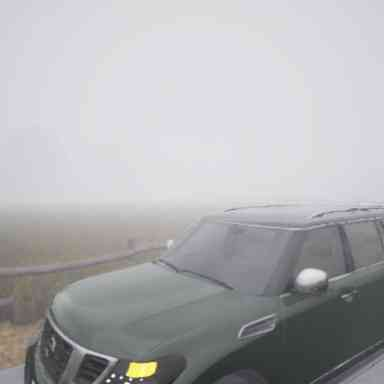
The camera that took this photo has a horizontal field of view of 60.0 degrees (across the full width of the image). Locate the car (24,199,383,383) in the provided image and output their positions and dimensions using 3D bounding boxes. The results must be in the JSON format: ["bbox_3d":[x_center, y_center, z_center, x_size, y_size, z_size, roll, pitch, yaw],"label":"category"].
[{"bbox_3d":[1.027,1.220,4.204,5.566,2.045,2.150,0,0,-36],"label":"car"}]

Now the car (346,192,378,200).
[{"bbox_3d":[36.236,0.960,70.835,2.242,1.667,4.611,-1,0,-36],"label":"car"}]

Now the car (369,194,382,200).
[{"bbox_3d":[23.983,1.282,38.417,2.033,1.411,5.357,-1,0,-35],"label":"car"}]
